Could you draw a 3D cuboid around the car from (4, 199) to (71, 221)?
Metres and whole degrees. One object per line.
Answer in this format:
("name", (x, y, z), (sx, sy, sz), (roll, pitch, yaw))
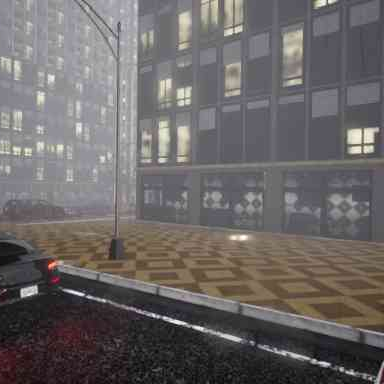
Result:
("car", (-13.740, 1.520, 29.219), (2.192, 1.841, 5.009), (1, 0, 36))

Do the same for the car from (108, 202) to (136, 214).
("car", (-6.949, 1.830, 38.435), (1.752, 1.417, 4.829), (1, 0, 36))

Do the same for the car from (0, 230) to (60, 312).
("car", (-4.646, 1.522, 6.987), (4.674, 1.442, 1.812), (0, 0, 35))

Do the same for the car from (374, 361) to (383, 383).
("car", (3.243, 1.353, 1.374), (4.553, 1.767, 2.097), (0, 0, 35))

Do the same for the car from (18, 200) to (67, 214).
("car", (-17.245, 1.643, 38.591), (1.752, 1.417, 4.829), (1, 0, 36))

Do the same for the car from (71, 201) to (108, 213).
("car", (-12.519, 1.799, 40.622), (1.895, 1.301, 4.718), (1, 0, 36))
